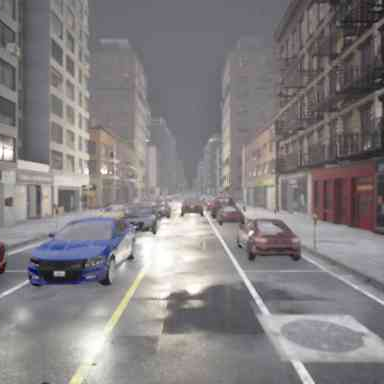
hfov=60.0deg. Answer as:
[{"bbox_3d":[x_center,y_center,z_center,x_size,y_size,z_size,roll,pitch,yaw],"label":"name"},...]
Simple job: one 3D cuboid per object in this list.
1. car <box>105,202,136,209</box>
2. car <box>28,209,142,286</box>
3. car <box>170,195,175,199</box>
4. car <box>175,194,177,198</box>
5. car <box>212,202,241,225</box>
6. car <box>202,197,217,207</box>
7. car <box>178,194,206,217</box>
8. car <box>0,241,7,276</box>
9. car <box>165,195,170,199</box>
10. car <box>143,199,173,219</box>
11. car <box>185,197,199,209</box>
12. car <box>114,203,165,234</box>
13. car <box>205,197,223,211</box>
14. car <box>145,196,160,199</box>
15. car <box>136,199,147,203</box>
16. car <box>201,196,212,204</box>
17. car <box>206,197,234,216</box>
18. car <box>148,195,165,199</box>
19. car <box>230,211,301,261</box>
[{"bbox_3d":[-5.382,1.521,23.199,1.752,1.417,4.829,0,0,0],"label":"car"},{"bbox_3d":[-2.848,1.477,9.631,1.882,1.535,5.008,0,0,0],"label":"car"},{"bbox_3d":[-5.370,1.539,74.505,1.802,1.307,4.206,0,0,0],"label":"car"},{"bbox_3d":[-5.368,1.503,80.187,2.008,1.369,4.403,0,0,0],"label":"car"},{"bbox_3d":[2.643,1.578,23.373,1.802,1.307,4.206,0,0,0],"label":"car"},{"bbox_3d":[2.650,1.526,51.780,2.008,1.369,4.403,0,0,0],"label":"car"},{"bbox_3d":[0.019,1.343,31.837,2.097,1.767,4.553,0,0,0],"label":"car"},{"bbox_3d":[-5.386,1.544,6.323,1.887,1.381,4.507,0,0,0],"label":"car"},{"bbox_3d":[-5.374,1.411,57.460,1.967,1.590,4.097,0,0,0],"label":"car"},{"bbox_3d":[-2.799,1.556,28.879,1.994,1.385,4.181,0,0,1],"label":"car"},{"bbox_3d":[0.065,1.457,46.672,1.882,1.535,5.008,0,0,0],"label":"car"},{"bbox_3d":[-2.842,1.561,18.857,1.994,1.385,4.181,0,0,0],"label":"car"},{"bbox_3d":[2.647,1.424,40.417,1.967,1.590,4.097,0,0,0],"label":"car"},{"bbox_3d":[-5.378,1.549,40.414,1.947,1.339,4.313,0,0,0],"label":"car"},{"bbox_3d":[-5.380,1.557,29.051,1.947,1.339,4.313,0,0,0],"label":"car"},{"bbox_3d":[2.653,1.533,63.142,1.947,1.339,4.313,0,0,0],"label":"car"},{"bbox_3d":[2.645,1.307,29.055,2.192,1.841,5.009,0,0,0],"label":"car"},{"bbox_3d":[-5.376,1.294,46.096,2.192,1.841,5.009,0,0,0],"label":"car"},{"bbox_3d":[2.640,1.582,12.010,1.802,1.307,4.206,0,0,0],"label":"car"}]
